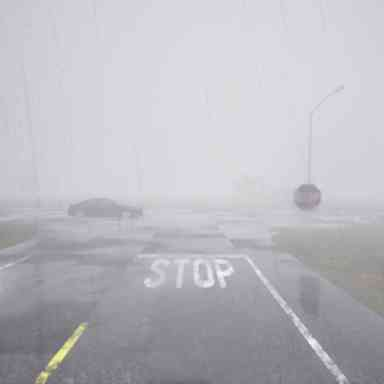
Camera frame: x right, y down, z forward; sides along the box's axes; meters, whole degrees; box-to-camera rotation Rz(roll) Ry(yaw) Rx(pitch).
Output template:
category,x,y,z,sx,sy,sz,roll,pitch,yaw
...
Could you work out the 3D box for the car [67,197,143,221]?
category,x,y,z,sx,sy,sz,roll,pitch,yaw
car,-5.908,1.109,22.808,5.008,1.535,1.882,0,1,0
